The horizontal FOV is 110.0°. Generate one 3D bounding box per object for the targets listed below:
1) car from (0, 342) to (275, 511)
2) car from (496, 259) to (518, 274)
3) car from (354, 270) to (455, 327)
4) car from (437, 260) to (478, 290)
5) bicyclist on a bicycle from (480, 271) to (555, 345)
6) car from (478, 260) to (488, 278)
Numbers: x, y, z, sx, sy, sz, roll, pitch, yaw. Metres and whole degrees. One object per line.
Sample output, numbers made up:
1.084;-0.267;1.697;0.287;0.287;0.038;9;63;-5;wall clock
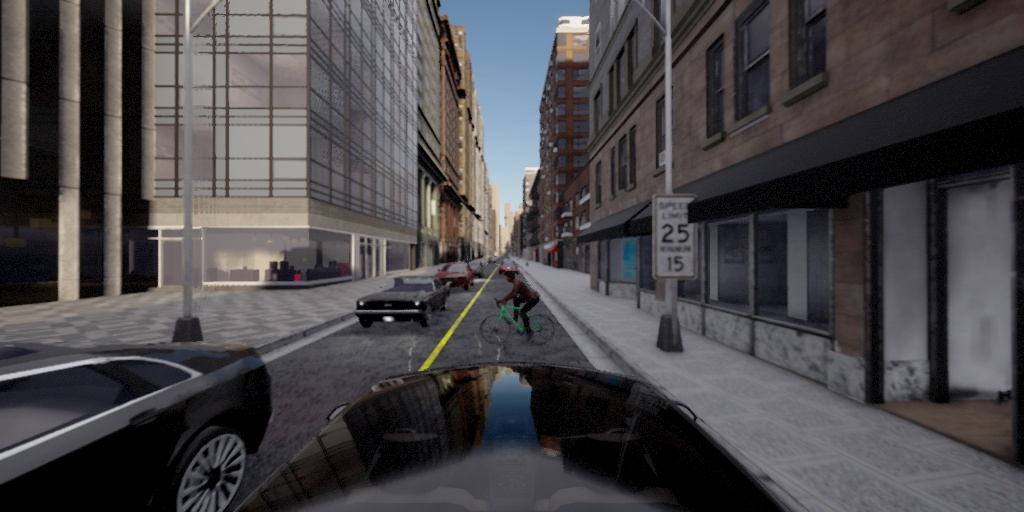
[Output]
-3.098;1.250;1.259;2.128;1.511;4.902;0;0;0;car
-0.377;1.138;37.446;1.994;1.385;4.181;0;0;-1;car
-3.217;1.310;11.464;1.895;1.301;4.718;0;0;-1;car
-3.347;1.136;21.560;1.882;1.535;5.008;0;0;-1;car
0.121;1.153;7.900;1.656;1.620;0.582;0;0;-1;bicyclist on a bicycle
-3.451;1.113;31.669;1.837;1.490;4.892;0;0;0;car
